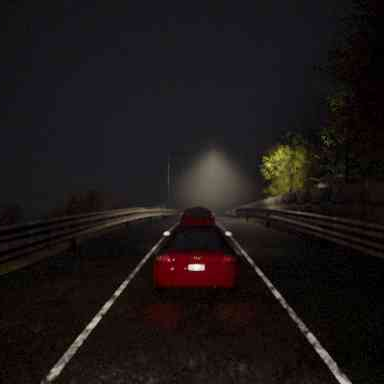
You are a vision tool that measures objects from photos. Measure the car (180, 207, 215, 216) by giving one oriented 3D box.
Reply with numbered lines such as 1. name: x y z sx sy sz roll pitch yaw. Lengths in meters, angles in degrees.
1. car: 0.314 1.636 18.997 1.882 1.535 5.008 0 -2 1

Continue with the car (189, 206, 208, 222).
1. car: 0.737 2.320 35.740 1.882 1.535 5.008 0 -3 2

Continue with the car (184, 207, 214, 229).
1. car: 0.542 1.915 25.630 2.033 1.411 5.357 0 -2 1

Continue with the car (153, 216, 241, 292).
1. car: 0.149 1.561 8.965 1.994 1.385 4.181 0 0 2
